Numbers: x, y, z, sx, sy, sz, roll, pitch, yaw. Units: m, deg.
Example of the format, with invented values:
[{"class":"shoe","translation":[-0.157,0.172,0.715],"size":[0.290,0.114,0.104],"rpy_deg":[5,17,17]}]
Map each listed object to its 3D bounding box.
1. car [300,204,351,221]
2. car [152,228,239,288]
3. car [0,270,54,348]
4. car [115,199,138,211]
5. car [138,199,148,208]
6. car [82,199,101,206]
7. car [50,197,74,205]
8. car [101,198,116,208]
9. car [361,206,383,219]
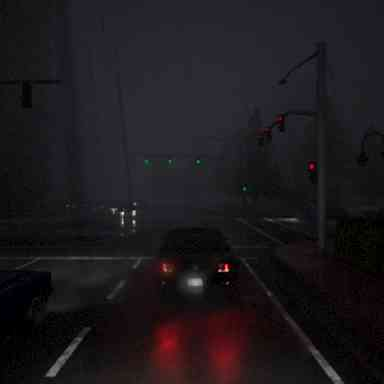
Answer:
[{"class":"car","translation":[11.688,1.782,29.282],"size":[4.181,1.385,1.994],"rpy_deg":[0,0,1]},{"class":"car","translation":[0.083,1.653,9.330],"size":[1.895,1.301,4.718],"rpy_deg":[0,0,0]},{"class":"car","translation":[-3.427,1.623,3.903],"size":[1.895,1.301,4.718],"rpy_deg":[0,0,0]},{"class":"car","translation":[-8.945,1.776,45.233],"size":[1.812,1.442,4.674],"rpy_deg":[0,0,-19]},{"class":"car","translation":[-8.906,1.851,54.821],"size":[2.033,1.411,5.357],"rpy_deg":[0,0,-29]},{"class":"car","translation":[-18.271,1.940,61.140],"size":[1.895,1.301,4.718],"rpy_deg":[0,0,-44]},{"class":"car","translation":[-26.077,1.899,67.630],"size":[4.674,1.442,1.812],"rpy_deg":[0,0,31]},{"class":"car","translation":[-12.613,1.775,53.609],"size":[1.882,1.535,5.008],"rpy_deg":[0,0,-31]},{"class":"car","translation":[15.732,1.703,25.745],"size":[4.892,1.490,1.837],"rpy_deg":[0,0,0]}]
